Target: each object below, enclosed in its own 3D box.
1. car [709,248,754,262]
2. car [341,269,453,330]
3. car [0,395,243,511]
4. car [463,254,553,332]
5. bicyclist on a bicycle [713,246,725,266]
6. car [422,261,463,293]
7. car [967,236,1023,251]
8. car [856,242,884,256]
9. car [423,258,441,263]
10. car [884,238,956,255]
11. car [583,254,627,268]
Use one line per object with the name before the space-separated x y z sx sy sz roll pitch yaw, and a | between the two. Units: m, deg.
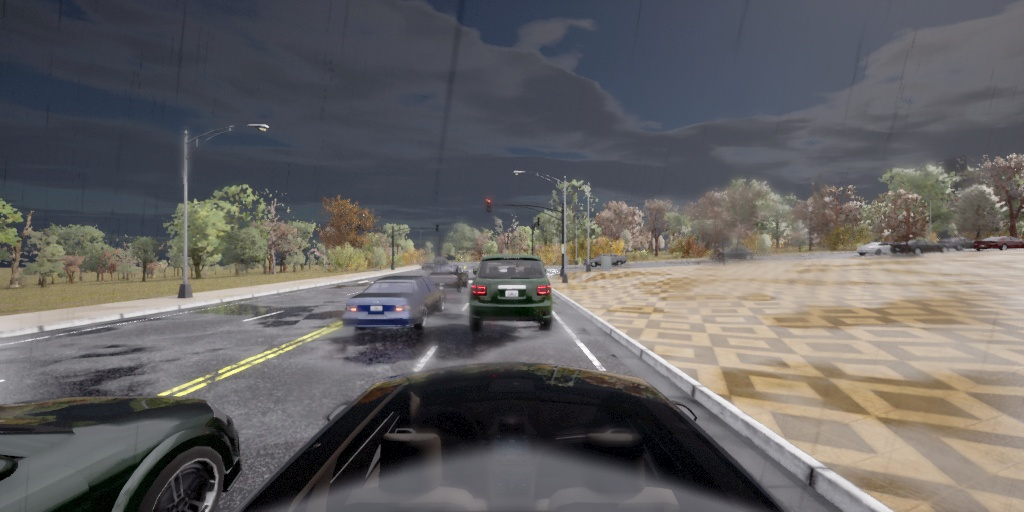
car | 25.407 -0.145 41.605 4.892 1.490 1.837 -3 0 -4
car | -3.308 1.303 11.092 2.033 1.411 5.357 0 0 -1
car | -3.170 1.314 1.157 1.994 1.385 4.181 0 0 0
car | -0.060 0.977 11.089 2.150 2.045 5.566 0 0 -1
bicyclist on a bicycle | 17.409 0.004 30.187 0.582 1.620 1.656 -2 0 -3
car | -3.617 1.257 20.839 2.128 1.511 4.902 0 0 0
car | 51.168 -1.315 37.416 5.008 1.535 1.882 -3 0 -7
car | 40.587 -0.804 39.485 4.674 1.442 1.812 -3 0 -6
car | -12.527 1.406 54.823 1.994 1.385 4.181 0 0 -5
car | 41.249 -0.878 36.286 5.008 1.535 1.882 -3 0 -5
car | 10.551 0.519 40.769 4.902 1.511 2.128 -3 0 -3
